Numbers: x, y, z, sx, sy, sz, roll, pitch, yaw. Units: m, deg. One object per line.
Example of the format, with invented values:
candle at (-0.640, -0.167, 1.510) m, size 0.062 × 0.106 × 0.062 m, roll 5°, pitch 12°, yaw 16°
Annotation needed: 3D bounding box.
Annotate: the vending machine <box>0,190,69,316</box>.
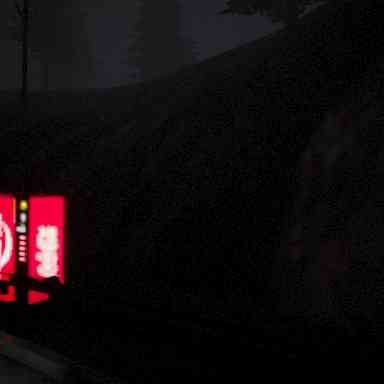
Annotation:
vending machine at (-3.096, 1.026, 6.300) m, size 0.880 × 2.100 × 1.100 m, roll 2°, pitch 1°, yaw 29°
